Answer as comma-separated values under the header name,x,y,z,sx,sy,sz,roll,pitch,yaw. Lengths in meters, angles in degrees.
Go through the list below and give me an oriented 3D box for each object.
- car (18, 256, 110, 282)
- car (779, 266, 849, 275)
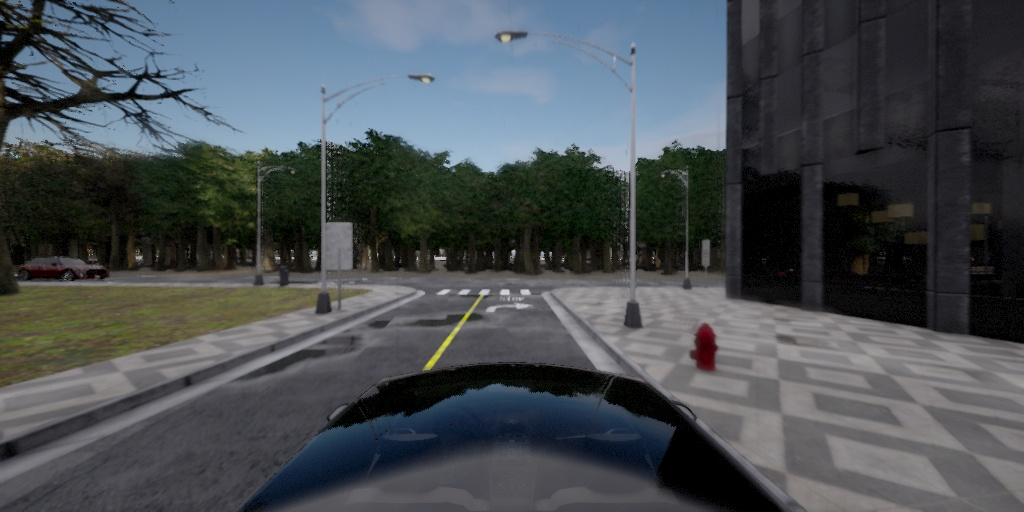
name,x,y,z,sx,sy,sz,roll,pitch,yaw
car,-31.548,0.859,25.348,4.553,1.767,2.097,0,0,0
car,21.868,1.447,25.590,5.008,1.535,1.882,1,0,0
